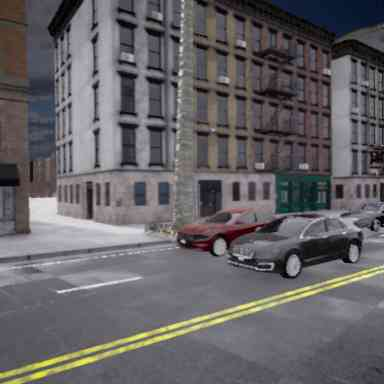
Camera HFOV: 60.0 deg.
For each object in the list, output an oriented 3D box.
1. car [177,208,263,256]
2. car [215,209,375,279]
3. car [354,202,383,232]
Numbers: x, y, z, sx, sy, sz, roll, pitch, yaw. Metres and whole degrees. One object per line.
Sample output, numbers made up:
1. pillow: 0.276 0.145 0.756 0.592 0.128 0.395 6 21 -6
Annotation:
1. car: 1.741 1.412 12.898 5.008 1.535 1.882 -1 0 -35
2. car: 3.244 1.442 9.980 4.892 1.490 1.837 -1 0 -35
3. car: 10.365 1.348 18.958 4.902 1.511 2.128 0 0 -35
